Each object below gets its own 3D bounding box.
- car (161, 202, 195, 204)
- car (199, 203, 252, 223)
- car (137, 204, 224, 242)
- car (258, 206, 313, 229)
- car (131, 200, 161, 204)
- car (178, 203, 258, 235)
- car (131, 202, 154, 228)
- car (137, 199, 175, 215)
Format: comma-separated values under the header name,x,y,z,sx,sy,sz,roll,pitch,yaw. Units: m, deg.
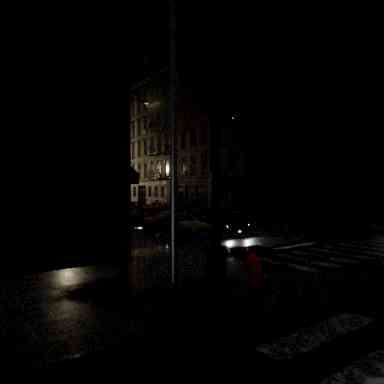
name,x,y,z,sx,sy,sz,roll,pitch,yaw
car,-0.608,1.565,30.297,1.947,1.339,4.313,0,0,-35
car,2.531,1.578,25.888,1.802,1.307,4.206,0,0,-35
car,-0.774,1.554,16.693,1.752,1.417,4.829,0,0,-35
car,5.671,1.557,21.479,1.947,1.339,4.313,0,0,-35
car,-4.805,1.517,26.733,2.128,1.511,4.902,0,0,-35
car,0.951,1.565,18.691,2.033,1.411,5.357,0,0,-32
car,-4.012,1.584,21.241,2.008,1.369,4.403,0,0,-35
car,-3.846,1.528,34.845,1.752,1.417,4.829,0,0,-35
